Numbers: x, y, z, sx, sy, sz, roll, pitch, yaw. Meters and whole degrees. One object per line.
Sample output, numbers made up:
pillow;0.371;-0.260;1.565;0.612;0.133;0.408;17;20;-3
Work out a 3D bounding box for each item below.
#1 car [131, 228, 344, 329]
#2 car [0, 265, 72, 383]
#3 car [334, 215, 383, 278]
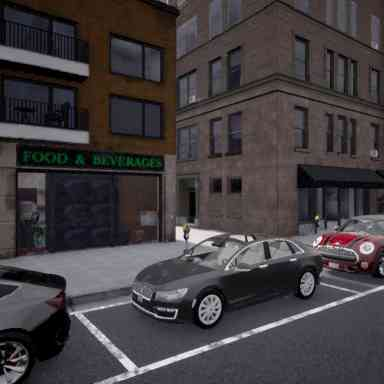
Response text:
car;0.910;1.551;6.836;4.403;1.369;2.008;0;0;-35
car;-3.585;1.566;3.635;4.313;1.339;1.947;0;0;-35
car;5.406;1.442;10.037;4.097;1.590;1.967;0;0;-35
